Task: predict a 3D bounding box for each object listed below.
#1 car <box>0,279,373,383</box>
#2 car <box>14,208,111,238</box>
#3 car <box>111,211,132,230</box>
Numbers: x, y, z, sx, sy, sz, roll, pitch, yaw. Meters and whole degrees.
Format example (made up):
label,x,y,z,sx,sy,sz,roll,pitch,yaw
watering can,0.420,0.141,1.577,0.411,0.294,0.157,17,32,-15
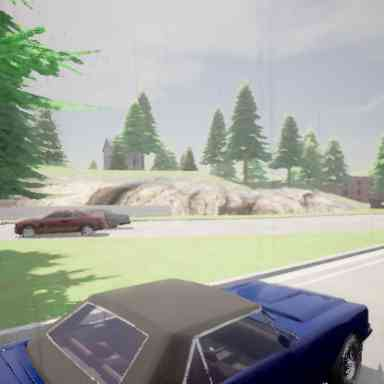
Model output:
label,x,y,z,sx,sy,sz,roll,pitch,yaw
car,0.081,1.644,3.472,4.718,1.301,1.895,0,-1,-41
car,-7.471,1.741,19.237,5.008,1.535,1.882,-1,-1,-11
car,-6.849,1.849,22.917,5.357,1.411,2.033,0,-1,-10
